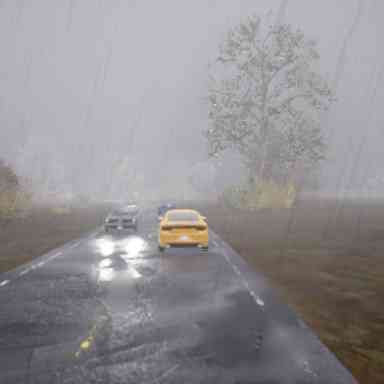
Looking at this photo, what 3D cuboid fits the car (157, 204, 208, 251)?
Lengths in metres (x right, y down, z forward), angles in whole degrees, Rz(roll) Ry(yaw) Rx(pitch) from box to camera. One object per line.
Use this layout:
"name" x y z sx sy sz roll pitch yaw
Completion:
"car" -0.427 1.488 14.281 1.882 1.535 5.008 0 0 -3

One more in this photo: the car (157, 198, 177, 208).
"car" -2.591 1.406 34.858 2.097 1.767 4.553 0 0 -8

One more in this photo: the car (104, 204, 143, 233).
"car" -4.057 1.623 20.136 1.895 1.301 4.718 0 0 -5

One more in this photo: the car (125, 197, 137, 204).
"car" -11.192 1.656 61.230 2.128 1.511 4.902 0 0 -14
